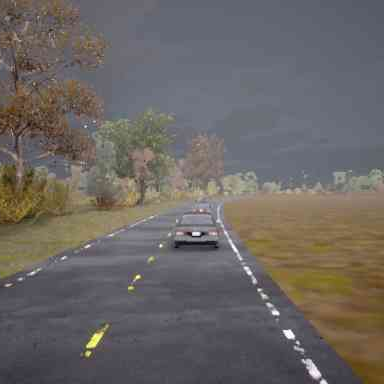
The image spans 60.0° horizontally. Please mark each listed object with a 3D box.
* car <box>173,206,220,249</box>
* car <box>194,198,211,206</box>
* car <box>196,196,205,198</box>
[{"bbox_3d":[0.227,1.563,14.558,2.033,1.411,5.357,0,0,2],"label":"car"},{"bbox_3d":[0.907,1.564,29.497,2.033,1.411,5.357,0,0,3],"label":"car"},{"bbox_3d":[1.697,1.517,67.636,2.128,1.511,4.902,0,0,8],"label":"car"}]
